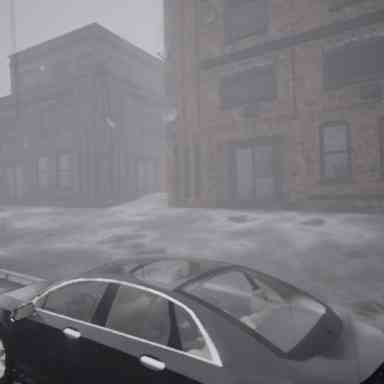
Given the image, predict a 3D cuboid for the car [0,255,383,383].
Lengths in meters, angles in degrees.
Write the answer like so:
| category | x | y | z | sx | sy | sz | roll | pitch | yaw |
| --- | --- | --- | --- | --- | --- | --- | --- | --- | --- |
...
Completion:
| category | x | y | z | sx | sy | sz | roll | pitch | yaw |
| --- | --- | --- | --- | --- | --- | --- | --- | --- | --- |
| car | -0.552 | 1.482 | 3.727 | 4.892 | 1.521 | 2.231 | 0 | 0 | 36 |
